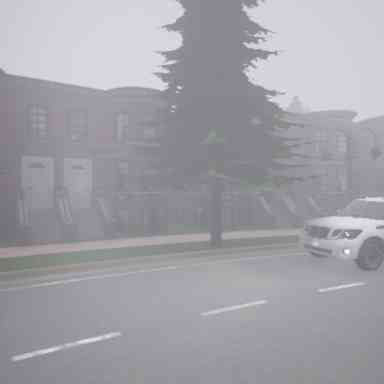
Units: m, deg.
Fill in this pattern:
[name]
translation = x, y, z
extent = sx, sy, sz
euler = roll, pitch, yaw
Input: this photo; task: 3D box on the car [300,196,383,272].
[car]
translation = 6.193, 1.160, 10.704
extent = 5.566, 2.045, 2.150
euler = 0, 0, -21
